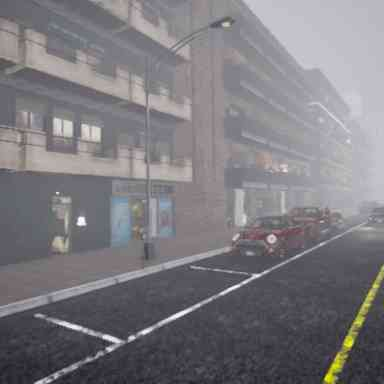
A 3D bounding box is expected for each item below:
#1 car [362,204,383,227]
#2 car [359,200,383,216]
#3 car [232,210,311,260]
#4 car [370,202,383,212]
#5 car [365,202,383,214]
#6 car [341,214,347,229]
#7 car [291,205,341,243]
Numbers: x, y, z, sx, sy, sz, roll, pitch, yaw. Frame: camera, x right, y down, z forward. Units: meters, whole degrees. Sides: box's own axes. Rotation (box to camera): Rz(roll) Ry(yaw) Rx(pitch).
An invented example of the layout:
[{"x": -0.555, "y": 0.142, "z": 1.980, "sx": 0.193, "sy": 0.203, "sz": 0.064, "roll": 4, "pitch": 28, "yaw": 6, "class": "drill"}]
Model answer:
[{"x": 15.042, "y": 1.912, "z": 26.265, "sx": 1.837, "sy": 1.490, "sz": 4.892, "roll": -2, "pitch": -2, "yaw": 34, "class": "car"}, {"x": 22.348, "y": 1.980, "z": 41.698, "sx": 2.192, "sy": 1.841, "sz": 5.009, "roll": -2, "pitch": -2, "yaw": 34, "class": "car"}, {"x": 3.242, "y": 1.741, "z": 13.795, "sx": 1.967, "sy": 1.590, "sz": 4.097, "roll": -2, "pitch": -2, "yaw": 34, "class": "car"}, {"x": 28.720, "y": 2.330, "z": 50.993, "sx": 1.887, "sy": 1.381, "sz": 4.507, "roll": -2, "pitch": -2, "yaw": 34, "class": "car"}, {"x": 25.533, "y": 2.165, "z": 46.345, "sx": 1.967, "sy": 1.590, "sz": 4.097, "roll": -2, "pitch": -2, "yaw": 34, "class": "car"}, {"x": 9.613, "y": 2.005, "z": 23.092, "sx": 1.802, "sy": 1.307, "sz": 4.206, "roll": -2, "pitch": -2, "yaw": 34, "class": "car"}, {"x": 6.425, "y": 1.677, "z": 18.448, "sx": 2.192, "sy": 1.841, "sz": 5.009, "roll": -2, "pitch": -2, "yaw": 34, "class": "car"}]
